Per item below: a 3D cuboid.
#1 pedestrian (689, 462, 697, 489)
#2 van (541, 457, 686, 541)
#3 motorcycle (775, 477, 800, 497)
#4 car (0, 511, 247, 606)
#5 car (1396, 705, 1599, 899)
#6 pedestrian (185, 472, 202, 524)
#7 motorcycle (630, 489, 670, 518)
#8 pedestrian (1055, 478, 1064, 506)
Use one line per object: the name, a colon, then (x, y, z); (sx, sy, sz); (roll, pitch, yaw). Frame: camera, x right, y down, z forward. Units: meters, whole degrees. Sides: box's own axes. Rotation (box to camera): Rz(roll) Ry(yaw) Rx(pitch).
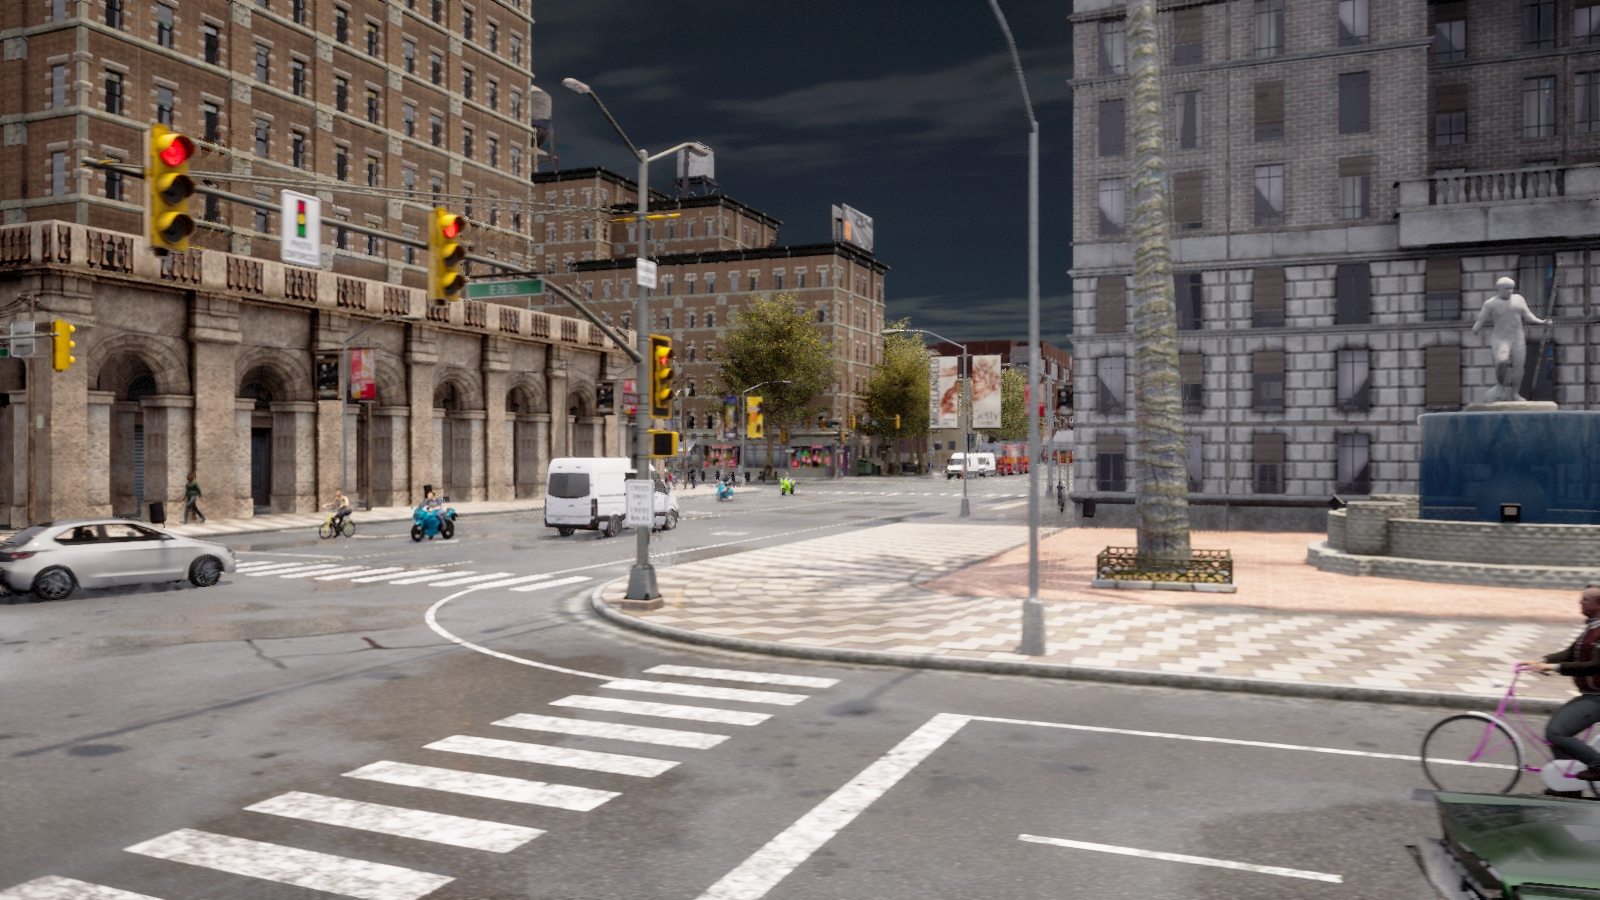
pedestrian: (-7.331, 1.723, 78.208); (0.375, 1.860, 0.375); (0, 0, 17)
van: (-6.131, 1.547, 38.498); (1.988, 2.561, 5.915); (0, 0, 23)
motorcycle: (-0.734, 2.238, 69.999); (0.803, 1.145, 2.033); (0, 0, 22)
car: (-13.569, 2.072, 22.786); (1.816, 1.474, 4.193); (0, 0, 38)
car: (5.487, 2.158, 5.140); (4.718, 1.301, 1.895); (0, 0, 17)
pedestrian: (-21.706, 1.708, 40.882); (0.375, 1.860, 0.375); (0, 0, 27)
motorcycle: (-6.255, 2.229, 47.824); (0.803, 1.145, 2.033); (0, 0, 21)
pedestrian: (12.275, 1.998, 54.016); (0.375, 1.300, 0.375); (0, 0, 15)
